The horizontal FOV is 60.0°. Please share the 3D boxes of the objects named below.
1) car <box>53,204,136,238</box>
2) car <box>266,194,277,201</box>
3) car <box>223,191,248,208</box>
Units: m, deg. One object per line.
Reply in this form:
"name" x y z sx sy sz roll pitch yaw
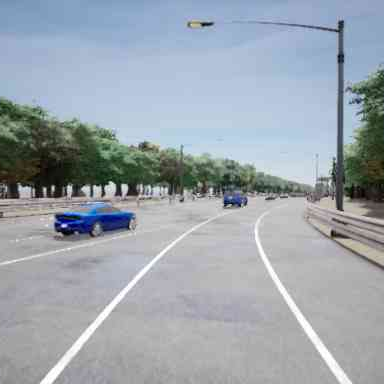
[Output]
"car" -4.725 1.331 16.992 1.882 1.535 5.008 0 0 22
"car" 17.239 1.176 71.815 1.895 1.301 4.718 0 0 22
"car" 5.635 0.920 42.926 2.150 2.045 5.566 0 0 22
